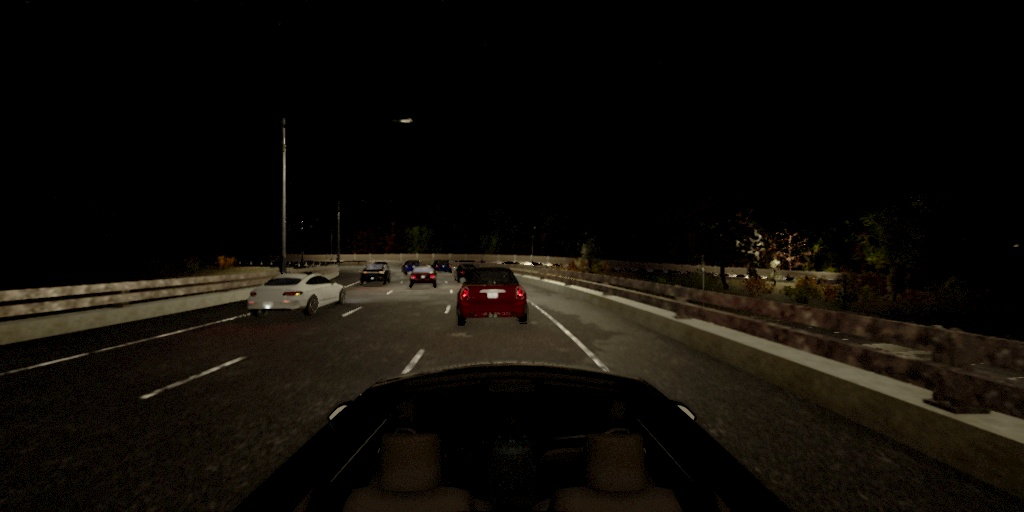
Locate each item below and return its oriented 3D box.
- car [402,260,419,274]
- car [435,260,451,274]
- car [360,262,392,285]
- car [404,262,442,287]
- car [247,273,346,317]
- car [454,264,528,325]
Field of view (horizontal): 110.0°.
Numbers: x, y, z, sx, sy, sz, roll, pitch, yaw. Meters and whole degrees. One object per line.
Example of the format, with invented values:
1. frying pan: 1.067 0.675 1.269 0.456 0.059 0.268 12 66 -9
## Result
1. car: -12.300 1.306 44.014 2.097 1.767 4.553 0 0 -22
2. car: -9.036 1.296 45.257 2.097 1.767 4.553 0 0 -22
3. car: -10.459 1.382 27.755 2.128 1.511 4.902 0 0 -14
4. car: -6.340 1.411 25.752 2.033 1.411 5.357 0 0 -13
5. car: -7.888 1.353 13.517 1.812 1.442 4.674 0 0 -6
6. car: -0.731 1.143 12.306 2.097 1.767 4.553 0 0 -5
